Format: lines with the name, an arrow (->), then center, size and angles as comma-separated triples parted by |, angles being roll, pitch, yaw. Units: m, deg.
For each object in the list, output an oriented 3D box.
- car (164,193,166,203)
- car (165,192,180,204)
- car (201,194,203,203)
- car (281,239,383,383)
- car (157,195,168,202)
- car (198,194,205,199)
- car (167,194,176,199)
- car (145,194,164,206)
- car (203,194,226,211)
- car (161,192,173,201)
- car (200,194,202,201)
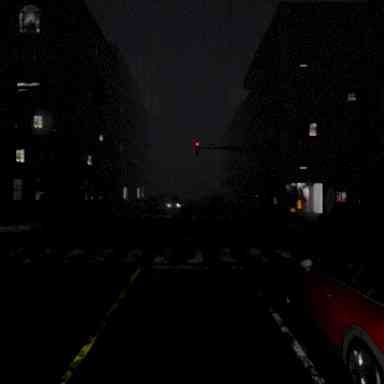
car -> -5.696, 1.282, 59.478 | 1.752, 1.417, 4.829 | 0, 0, 0
car -> -3.060, 1.242, 57.208 | 1.882, 1.535, 5.008 | 0, 0, 0
car -> 2.686, 1.319, 48.720 | 1.752, 1.417, 4.829 | 0, 0, 0
car -> 2.691, 1.412, 4.953 | 1.967, 1.590, 4.097 | 0, 0, 0
car -> -5.697, 1.319, 65.197 | 1.802, 1.307, 4.206 | 0, 0, 0
car -> 2.680, 1.211, 92.935 | 1.887, 1.381, 4.507 | 0, 0, 0
car -> -5.700, 1.217, 92.935 | 2.008, 1.369, 4.403 | 0, 0, 0
car -> -5.695, 1.360, 48.550 | 1.947, 1.339, 4.313 | 0, 0, 0
car -> 2.687, 1.147, 37.452 | 2.192, 1.841, 5.009 | 0, 0, 0
car -> -5.698, 1.016, 76.290 | 2.192, 1.841, 5.009 | 0, 0, 0
car -> 2.685, 1.320, 54.100 | 1.887, 1.381, 4.507 | 0, 0, 0
